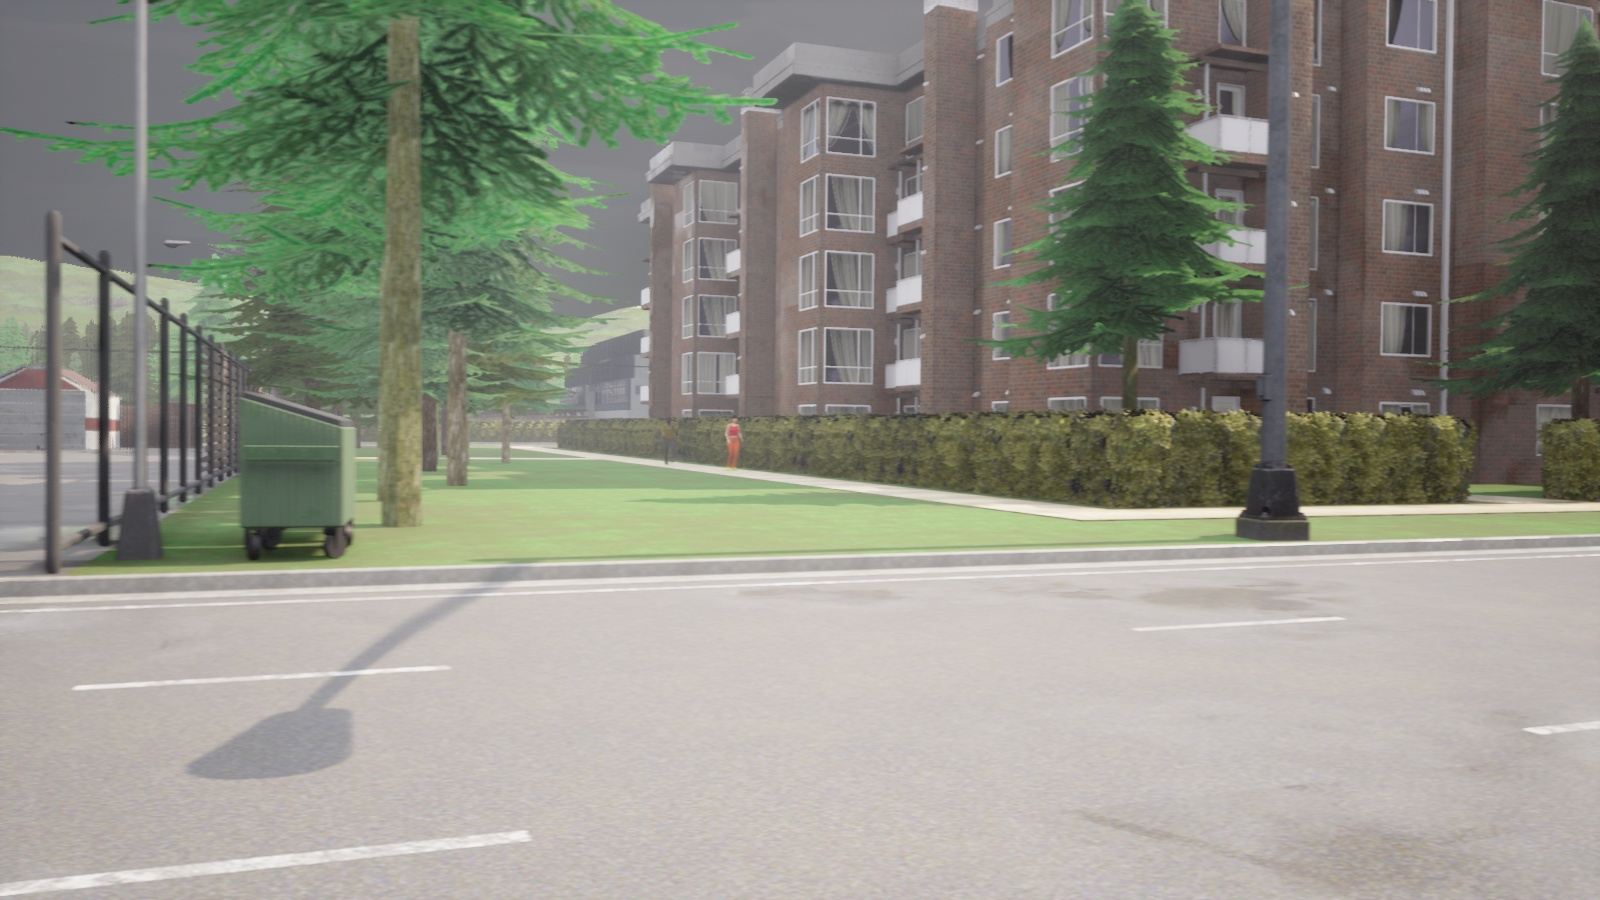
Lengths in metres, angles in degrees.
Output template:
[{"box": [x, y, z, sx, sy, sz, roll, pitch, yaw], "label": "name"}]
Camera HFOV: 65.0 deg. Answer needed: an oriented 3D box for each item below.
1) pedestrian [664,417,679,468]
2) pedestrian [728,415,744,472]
[{"box": [-4.720, -0.272, 46.076, 0.370, 1.835, 0.726, -1, 1, -21], "label": "pedestrian"}, {"box": [-2.076, -0.213, 40.712, 0.345, 1.836, 0.594, -1, 1, -21], "label": "pedestrian"}]
